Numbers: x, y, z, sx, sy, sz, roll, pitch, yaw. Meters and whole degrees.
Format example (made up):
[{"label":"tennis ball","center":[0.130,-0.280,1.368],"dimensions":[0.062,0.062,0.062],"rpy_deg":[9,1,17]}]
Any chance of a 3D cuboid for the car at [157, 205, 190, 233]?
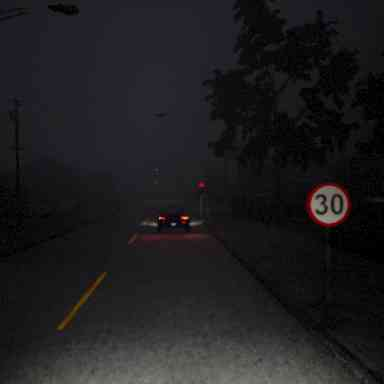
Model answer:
[{"label":"car","center":[-1.093,1.521,19.844],"dimensions":[1.812,1.442,4.674],"rpy_deg":[-1,0,-3]}]
